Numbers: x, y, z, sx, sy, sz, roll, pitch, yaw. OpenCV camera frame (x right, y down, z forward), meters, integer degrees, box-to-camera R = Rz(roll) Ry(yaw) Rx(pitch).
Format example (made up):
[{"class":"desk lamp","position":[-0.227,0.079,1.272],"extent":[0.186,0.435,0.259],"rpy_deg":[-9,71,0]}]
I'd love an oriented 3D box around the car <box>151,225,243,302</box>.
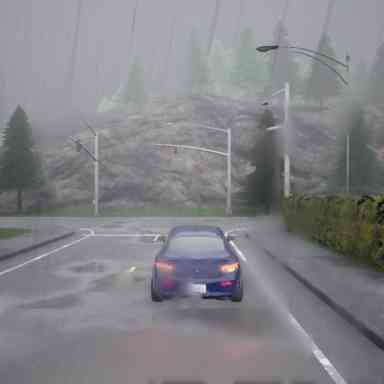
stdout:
[{"class":"car","position":[0.107,1.526,8.130],"extent":[1.812,1.442,4.674],"rpy_deg":[0,0,0]}]
